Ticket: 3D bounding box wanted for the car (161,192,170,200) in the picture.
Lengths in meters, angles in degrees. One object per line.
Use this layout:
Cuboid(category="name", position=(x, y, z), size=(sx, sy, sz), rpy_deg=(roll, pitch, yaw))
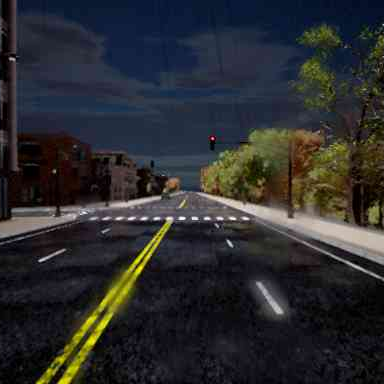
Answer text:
Cuboid(category="car", position=(-6.655, 0.990, 84.328), size=(2.150, 2.045, 5.566), rpy_deg=(0, 0, 0))
